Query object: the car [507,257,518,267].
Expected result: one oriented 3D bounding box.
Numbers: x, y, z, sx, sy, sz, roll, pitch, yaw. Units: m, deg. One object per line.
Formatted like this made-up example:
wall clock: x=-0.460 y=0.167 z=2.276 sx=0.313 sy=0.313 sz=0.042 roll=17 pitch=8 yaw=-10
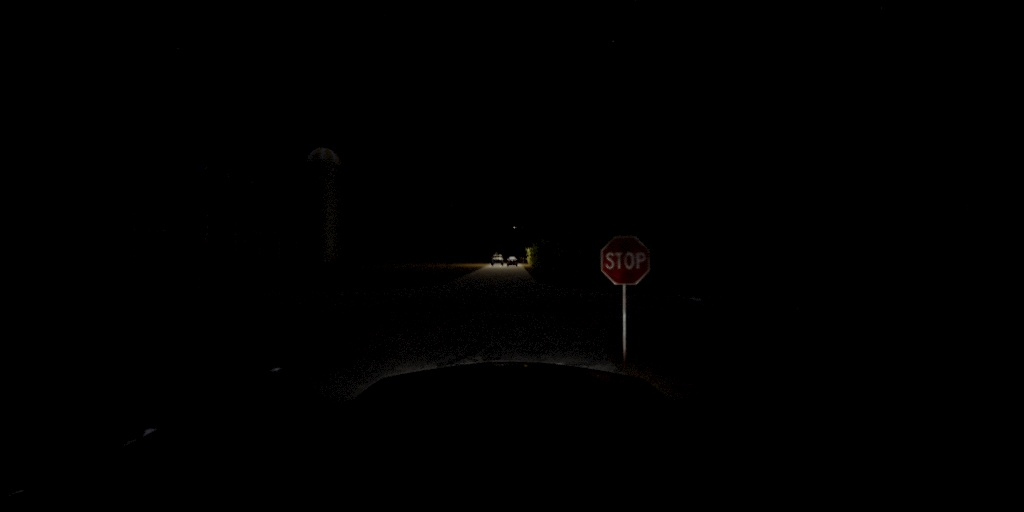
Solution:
car: x=0.033 y=1.182 z=62.633 sx=1.895 sy=1.301 sz=4.718 roll=0 pitch=0 yaw=0
